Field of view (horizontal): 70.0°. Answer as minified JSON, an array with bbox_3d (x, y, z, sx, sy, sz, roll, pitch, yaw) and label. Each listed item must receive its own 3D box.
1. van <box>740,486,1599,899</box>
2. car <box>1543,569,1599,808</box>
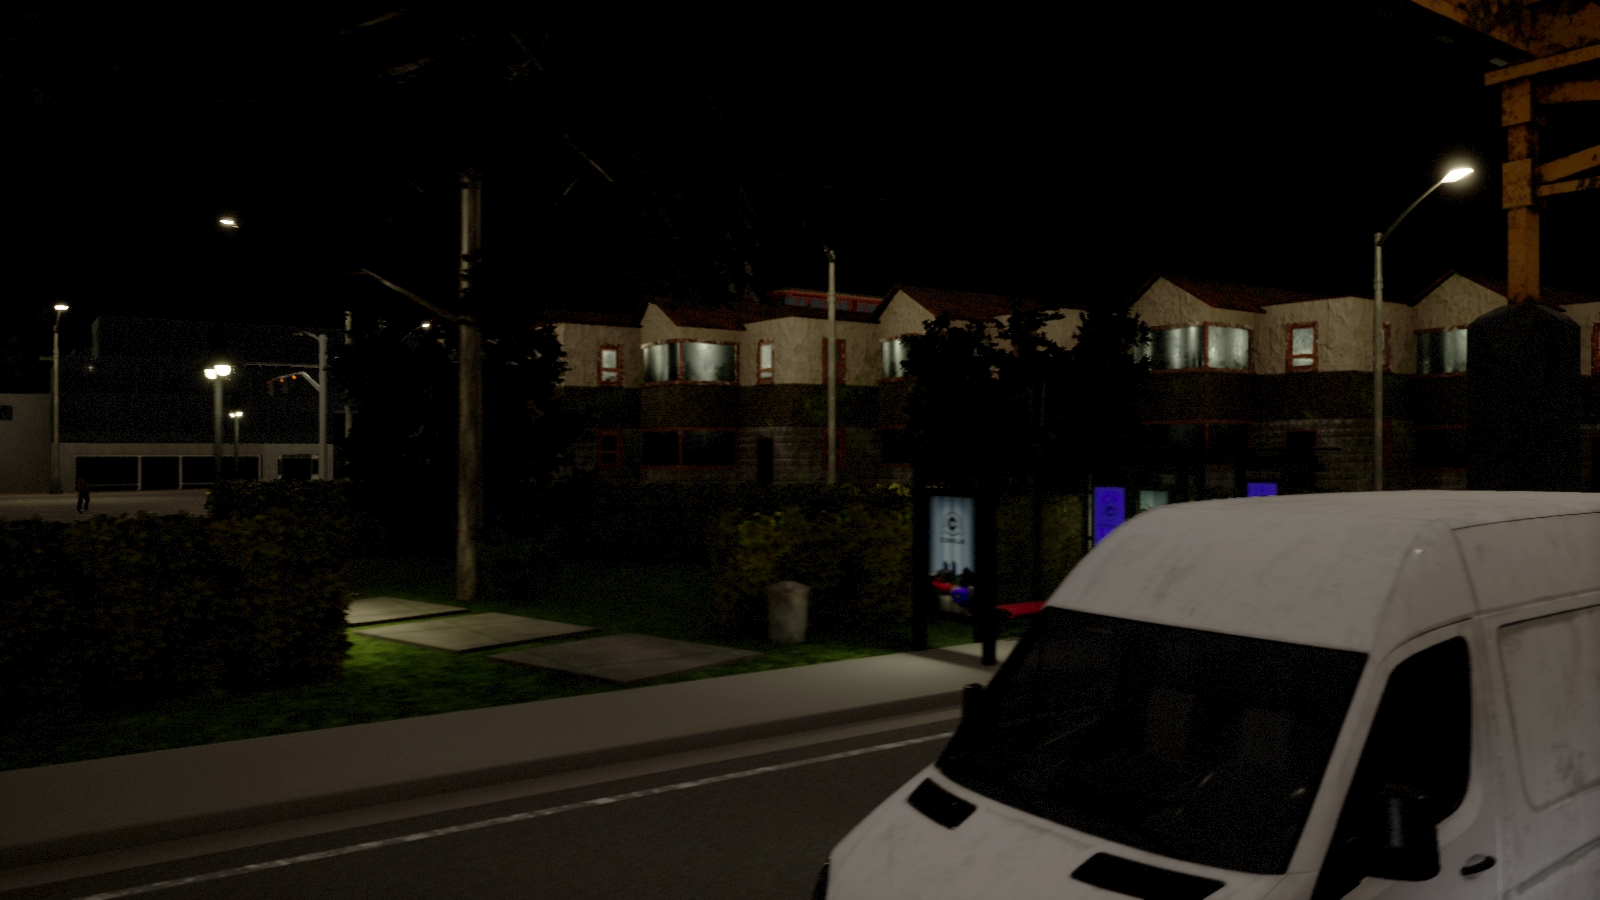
[{"bbox_3d":[2.741,1.535,5.679,5.915,2.561,1.988,0,0,-35],"label":"van"},{"bbox_3d":[8.465,1.908,9.673,4.553,1.767,2.097,0,0,-35],"label":"car"}]
